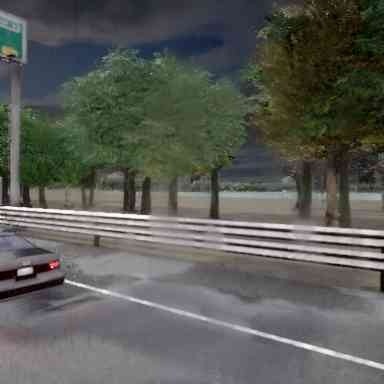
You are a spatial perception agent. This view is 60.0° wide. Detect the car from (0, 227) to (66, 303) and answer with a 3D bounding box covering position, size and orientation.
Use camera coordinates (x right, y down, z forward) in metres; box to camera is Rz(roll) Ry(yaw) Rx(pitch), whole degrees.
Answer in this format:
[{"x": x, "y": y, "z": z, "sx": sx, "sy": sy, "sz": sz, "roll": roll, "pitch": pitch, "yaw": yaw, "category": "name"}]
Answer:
[{"x": -5.131, "y": 1.509, "z": 7.645, "sx": 5.357, "sy": 1.411, "sz": 2.033, "roll": 0, "pitch": 0, "yaw": 36, "category": "car"}]
